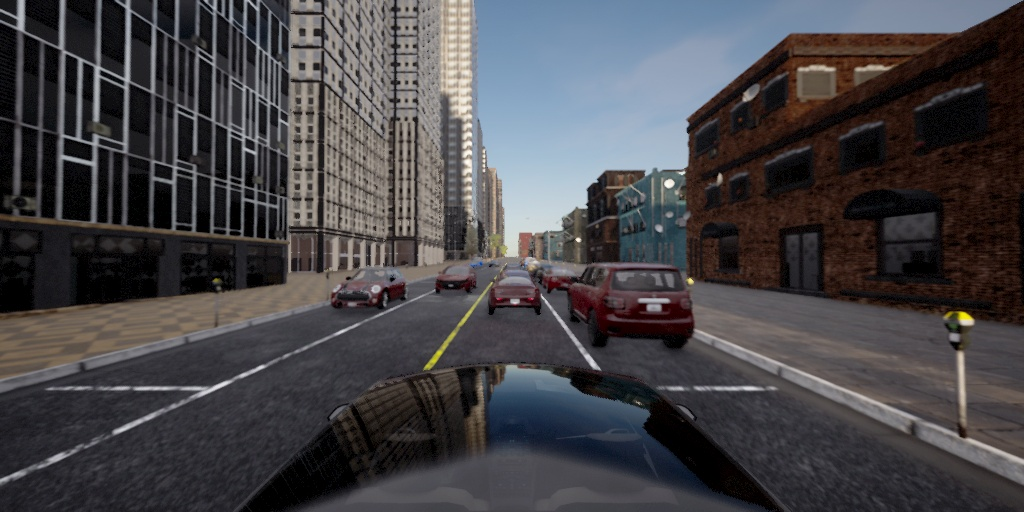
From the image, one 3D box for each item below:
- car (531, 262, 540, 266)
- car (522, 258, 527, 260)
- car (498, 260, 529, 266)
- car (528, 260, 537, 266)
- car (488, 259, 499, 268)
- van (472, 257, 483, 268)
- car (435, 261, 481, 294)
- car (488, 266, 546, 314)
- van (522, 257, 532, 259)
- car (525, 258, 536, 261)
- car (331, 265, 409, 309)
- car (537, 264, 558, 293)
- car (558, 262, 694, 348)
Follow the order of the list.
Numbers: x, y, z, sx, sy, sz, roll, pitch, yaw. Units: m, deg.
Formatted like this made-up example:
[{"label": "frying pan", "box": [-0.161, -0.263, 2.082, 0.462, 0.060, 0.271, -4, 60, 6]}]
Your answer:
[{"label": "car", "box": [2.689, 1.323, 25.848, 1.948, 1.339, 4.313, 0, 0, 0]}, {"label": "car", "box": [2.687, 1.307, 47.361, 2.007, 1.370, 4.403, 0, 0, 0]}, {"label": "car", "box": [0.098, 1.321, 30.092, 1.994, 1.385, 4.181, 0, 0, 0]}, {"label": "car", "box": [2.689, 1.323, 31.392, 1.948, 1.339, 4.313, 0, 0, 0]}, {"label": "car", "box": [-3.034, 1.301, 62.016, 2.033, 1.411, 5.357, 0, 0, 1]}, {"label": "van", "box": [-5.695, 1.096, 58.313, 1.690, 1.789, 3.998, 0, 0, 0]}, {"label": "car", "box": [-3.102, 1.235, 20.680, 1.882, 1.535, 5.008, 0, 0, 0]}, {"label": "car", "box": [0.098, 1.281, 13.779, 1.812, 1.442, 4.674, 0, 0, 0]}, {"label": "van", "box": [2.687, 1.097, 52.840, 1.690, 1.789, 3.998, 0, 0, 0]}, {"label": "car", "box": [2.688, 1.282, 42.053, 1.751, 1.417, 4.829, 0, 0, 0]}, {"label": "car", "box": [-5.691, 1.196, 14.751, 1.967, 1.591, 4.097, 0, 0, 0]}, {"label": "car", "box": [2.689, 1.302, 20.302, 1.888, 1.381, 4.507, 0, 0, 0]}, {"label": "car", "box": [2.691, 1.069, 9.210, 2.192, 1.841, 5.009, 0, 0, 0]}]
